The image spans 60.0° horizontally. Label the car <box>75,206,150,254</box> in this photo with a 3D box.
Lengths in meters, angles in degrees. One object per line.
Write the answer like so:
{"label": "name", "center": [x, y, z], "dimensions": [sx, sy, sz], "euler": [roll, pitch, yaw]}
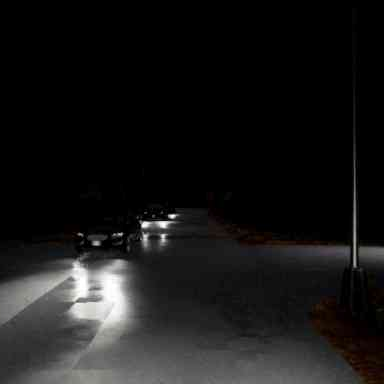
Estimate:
{"label": "car", "center": [-3.190, 1.487, 13.543], "dimensions": [2.128, 1.511, 4.902], "euler": [0, -1, 0]}

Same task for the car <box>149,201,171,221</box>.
{"label": "car", "center": [-3.182, 1.781, 29.841], "dimensions": [1.812, 1.442, 4.674], "euler": [0, -1, 0]}

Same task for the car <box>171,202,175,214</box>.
{"label": "car", "center": [-3.145, 1.969, 41.878], "dimensions": [1.882, 1.535, 5.008], "euler": [0, 0, 0]}
